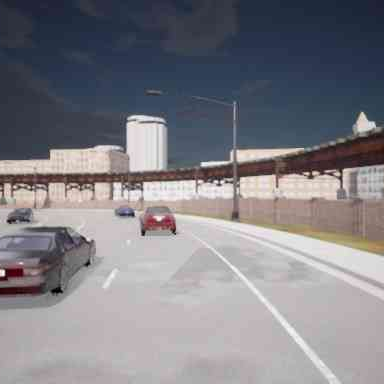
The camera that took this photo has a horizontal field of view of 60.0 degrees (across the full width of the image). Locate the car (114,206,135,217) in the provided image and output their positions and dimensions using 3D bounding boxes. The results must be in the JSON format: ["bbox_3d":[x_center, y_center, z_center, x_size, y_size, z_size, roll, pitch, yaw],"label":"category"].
[{"bbox_3d":[-8.449,2.387,41.334,1.994,1.385,4.181,0,-1,-22],"label":"car"}]

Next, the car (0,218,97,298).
[{"bbox_3d":[-3.908,1.610,8.785,2.033,1.411,5.357,0,-1,-5],"label":"car"}]

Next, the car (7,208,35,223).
[{"bbox_3d":[-16.008,2.218,31.393,2.033,1.411,5.357,0,-2,-19],"label":"car"}]

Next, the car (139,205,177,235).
[{"bbox_3d":[-2.286,1.637,21.211,2.097,1.767,4.553,0,-1,-11],"label":"car"}]
